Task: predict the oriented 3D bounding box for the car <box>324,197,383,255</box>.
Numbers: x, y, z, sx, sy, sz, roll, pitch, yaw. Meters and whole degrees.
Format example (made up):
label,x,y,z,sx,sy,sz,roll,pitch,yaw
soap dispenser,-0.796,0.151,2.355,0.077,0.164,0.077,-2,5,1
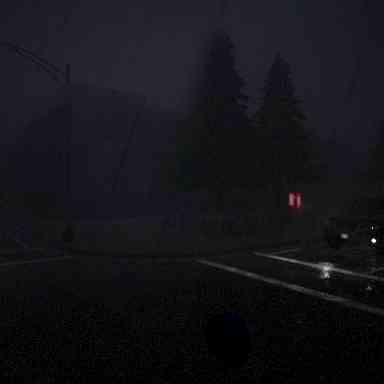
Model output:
label,x,y,z,sx,sy,sz,roll,pitch,yaw
car,7.762,1.248,13.710,5.566,2.045,2.150,0,0,-36
